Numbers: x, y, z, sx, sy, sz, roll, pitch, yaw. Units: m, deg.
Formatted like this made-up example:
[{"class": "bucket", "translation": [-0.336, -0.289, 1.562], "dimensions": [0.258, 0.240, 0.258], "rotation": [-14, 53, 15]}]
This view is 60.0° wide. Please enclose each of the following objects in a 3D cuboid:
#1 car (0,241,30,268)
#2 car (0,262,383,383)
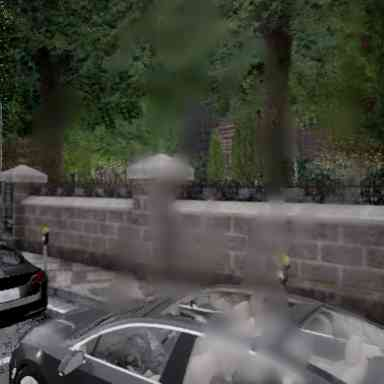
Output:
[{"class": "car", "translation": [-4.383, 1.544, 6.090], "dimensions": [4.313, 1.339, 1.947], "rotation": [0, 0, 36]}, {"class": "car", "translation": [0.114, 1.547, 2.879], "dimensions": [4.403, 1.369, 2.008], "rotation": [0, 0, 36]}]
